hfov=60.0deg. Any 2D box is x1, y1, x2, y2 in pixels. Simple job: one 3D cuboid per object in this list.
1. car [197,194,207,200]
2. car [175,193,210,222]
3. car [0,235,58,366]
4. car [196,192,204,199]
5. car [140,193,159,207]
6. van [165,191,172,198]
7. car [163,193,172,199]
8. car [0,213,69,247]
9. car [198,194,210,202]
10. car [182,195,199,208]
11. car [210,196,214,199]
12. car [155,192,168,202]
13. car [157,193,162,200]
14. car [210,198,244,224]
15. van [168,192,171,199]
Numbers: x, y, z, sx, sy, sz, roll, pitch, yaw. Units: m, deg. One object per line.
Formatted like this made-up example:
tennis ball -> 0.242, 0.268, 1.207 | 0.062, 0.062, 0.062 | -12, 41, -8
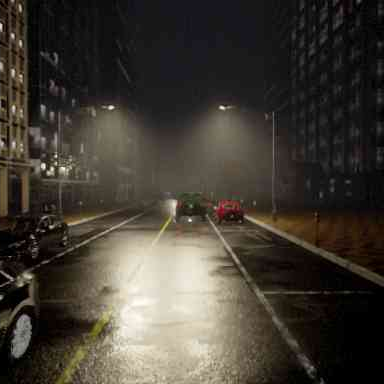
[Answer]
car -> 2.115, 1.070, 73.954 | 2.008, 1.369, 4.403 | -1, 0, 0
car -> -0.088, 1.060, 25.042 | 2.150, 2.045, 5.566 | 0, 0, 0
car -> -3.111, 1.490, 2.936 | 1.837, 1.490, 4.892 | 0, 0, 0
car -> 2.026, 0.883, 85.238 | 1.967, 1.590, 4.097 | -1, 0, 0
car -> -6.044, 1.245, 45.487 | 1.752, 1.417, 4.829 | -1, 0, 0
van -> -6.399, 0.758, 90.785 | 1.690, 1.788, 3.998 | -1, 0, 0
car -> -6.353, 1.006, 85.145 | 2.008, 1.369, 4.403 | -1, 0, 0
car -> -5.780, 1.484, 11.810 | 2.008, 1.369, 4.403 | -1, 0, 0
car -> 2.204, 1.145, 62.669 | 2.008, 1.369, 4.403 | -1, 0, 0
car -> -0.229, 1.217, 43.391 | 2.128, 1.511, 4.902 | 0, 0, 0
car -> 2.336, 1.257, 45.741 | 2.008, 1.369, 4.403 | -1, 0, 0
car -> -6.180, 0.921, 62.579 | 2.192, 1.841, 5.009 | -1, 0, 0
car -> -6.088, 1.263, 51.298 | 1.802, 1.307, 4.206 | -1, 0, 0
car -> 2.512, 1.396, 23.172 | 1.887, 1.381, 4.507 | -1, 0, 0
van -> -6.267, 0.872, 73.861 | 1.690, 1.788, 3.998 | -1, 0, 0
